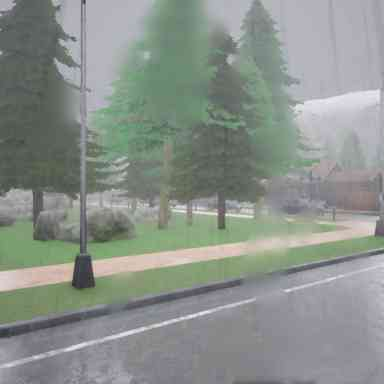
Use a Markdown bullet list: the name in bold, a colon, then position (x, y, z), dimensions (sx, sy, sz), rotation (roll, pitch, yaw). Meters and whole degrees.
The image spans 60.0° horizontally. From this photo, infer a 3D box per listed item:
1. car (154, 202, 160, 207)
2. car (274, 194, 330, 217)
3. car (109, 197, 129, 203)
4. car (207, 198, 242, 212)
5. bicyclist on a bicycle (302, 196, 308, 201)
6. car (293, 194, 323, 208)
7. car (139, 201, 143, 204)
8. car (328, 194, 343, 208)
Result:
- **car**: position (-4.086, 1.498, 49.714), dimensions (1.837, 1.490, 4.892), rotation (0, 0, -38)
- **car**: position (9.944, 1.346, 31.038), dimensions (2.097, 1.767, 4.553), rotation (0, 0, -37)
- **car**: position (-14.618, 1.486, 66.393), dimensions (4.902, 1.511, 2.128), rotation (0, 0, 42)
- **car**: position (3.798, 1.484, 39.270), dimensions (2.128, 1.511, 4.902), rotation (0, 0, -37)
- **bicyclist on a bicycle**: position (13.214, 1.277, 39.178), dimensions (1.656, 1.620, 0.582), rotation (0, 0, -37)
- **car**: position (15.555, 1.173, 44.498), dimensions (3.866, 1.878, 1.905), rotation (0, 0, -37)
- **car**: position (-7.476, 1.595, 59.439), dimensions (1.895, 1.301, 4.718), rotation (0, 0, -42)
- **car**: position (17.374, 1.171, 42.719), dimensions (4.605, 1.855, 1.932), rotation (0, 0, -37)
